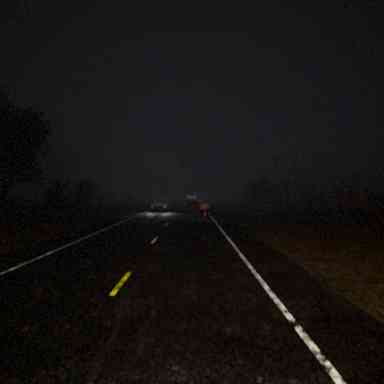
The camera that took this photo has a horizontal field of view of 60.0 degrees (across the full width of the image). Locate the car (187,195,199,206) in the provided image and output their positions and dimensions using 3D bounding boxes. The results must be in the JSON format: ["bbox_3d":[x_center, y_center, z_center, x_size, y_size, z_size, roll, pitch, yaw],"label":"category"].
[{"bbox_3d":[0.115,1.572,53.421,1.895,1.301,4.718,0,0,0],"label":"car"}]

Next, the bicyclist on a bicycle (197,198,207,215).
[{"bbox_3d":[0.991,1.430,33.127,0.866,1.612,1.509,0,0,0],"label":"bicyclist on a bicycle"}]

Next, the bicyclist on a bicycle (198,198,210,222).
[{"bbox_3d":[0.950,1.435,24.594,0.866,1.612,1.509,0,0,0],"label":"bicyclist on a bicycle"}]

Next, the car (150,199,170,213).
[{"bbox_3d":[-3.583,1.516,37.706,1.812,1.442,4.674,0,0,0],"label":"car"}]

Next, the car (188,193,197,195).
[{"bbox_3d":[0.020,1.157,73.675,2.150,2.045,5.566,0,0,0],"label":"car"}]
